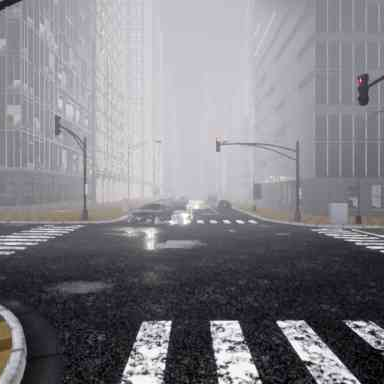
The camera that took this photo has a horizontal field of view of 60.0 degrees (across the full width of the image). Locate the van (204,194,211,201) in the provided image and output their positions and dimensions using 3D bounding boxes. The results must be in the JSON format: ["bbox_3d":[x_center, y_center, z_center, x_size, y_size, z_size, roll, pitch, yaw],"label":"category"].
[{"bbox_3d":[3.712,1.321,80.482,1.690,1.788,3.998,0,0,0],"label":"van"}]

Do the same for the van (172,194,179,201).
[{"bbox_3d":[-4.191,1.315,85.976,1.690,1.788,3.998,0,0,0],"label":"van"}]

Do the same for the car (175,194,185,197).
[{"bbox_3d":[-1.581,1.528,59.451,1.812,1.442,4.674,0,0,0],"label":"car"}]

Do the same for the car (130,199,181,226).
[{"bbox_3d":[-2.709,1.526,23.980,1.837,1.490,4.892,1,0,18],"label":"car"}]

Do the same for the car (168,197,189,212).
[{"bbox_3d":[-1.523,1.615,38.302,1.895,1.301,4.718,0,0,0],"label":"car"}]

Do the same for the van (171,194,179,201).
[{"bbox_3d":[-4.168,1.321,80.449,1.690,1.788,3.998,0,0,0],"label":"van"}]

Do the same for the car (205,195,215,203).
[{"bbox_3d":[3.759,1.432,69.428,1.967,1.590,4.097,0,0,0],"label":"car"}]

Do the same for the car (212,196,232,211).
[{"bbox_3d":[3.926,1.579,41.791,1.947,1.339,4.313,0,0,0],"label":"car"}]

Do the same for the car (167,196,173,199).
[{"bbox_3d":[-4.027,1.593,47.283,1.802,1.307,4.206,0,0,0],"label":"car"}]

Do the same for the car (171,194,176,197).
[{"bbox_3d":[-4.097,1.564,63.866,1.947,1.339,4.313,0,0,0],"label":"car"}]

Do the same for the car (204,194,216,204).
[{"bbox_3d":[3.783,1.313,63.899,2.192,1.841,5.009,0,0,0],"label":"car"}]
